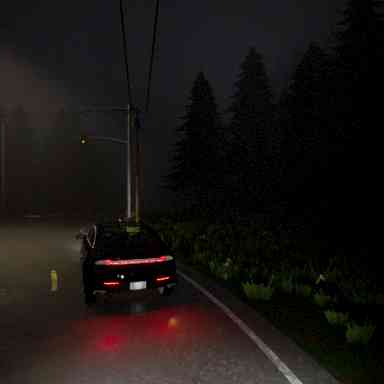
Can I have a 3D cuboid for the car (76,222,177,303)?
[{"bbox_3d":[-1.789,1.492,8.351,2.128,1.511,4.902,0,0,-19],"label":"car"}]
